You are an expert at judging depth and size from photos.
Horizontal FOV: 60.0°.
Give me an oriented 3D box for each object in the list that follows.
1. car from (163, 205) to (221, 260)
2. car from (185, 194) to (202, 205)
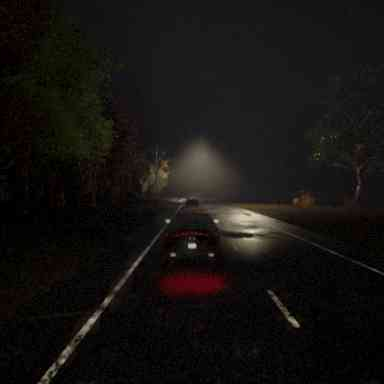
[{"bbox_3d":[0.005,1.477,12.511,1.882,1.535,5.008,0,0,0],"label":"car"},{"bbox_3d":[0.012,1.471,51.563,2.128,1.511,4.902,0,0,0],"label":"car"}]
